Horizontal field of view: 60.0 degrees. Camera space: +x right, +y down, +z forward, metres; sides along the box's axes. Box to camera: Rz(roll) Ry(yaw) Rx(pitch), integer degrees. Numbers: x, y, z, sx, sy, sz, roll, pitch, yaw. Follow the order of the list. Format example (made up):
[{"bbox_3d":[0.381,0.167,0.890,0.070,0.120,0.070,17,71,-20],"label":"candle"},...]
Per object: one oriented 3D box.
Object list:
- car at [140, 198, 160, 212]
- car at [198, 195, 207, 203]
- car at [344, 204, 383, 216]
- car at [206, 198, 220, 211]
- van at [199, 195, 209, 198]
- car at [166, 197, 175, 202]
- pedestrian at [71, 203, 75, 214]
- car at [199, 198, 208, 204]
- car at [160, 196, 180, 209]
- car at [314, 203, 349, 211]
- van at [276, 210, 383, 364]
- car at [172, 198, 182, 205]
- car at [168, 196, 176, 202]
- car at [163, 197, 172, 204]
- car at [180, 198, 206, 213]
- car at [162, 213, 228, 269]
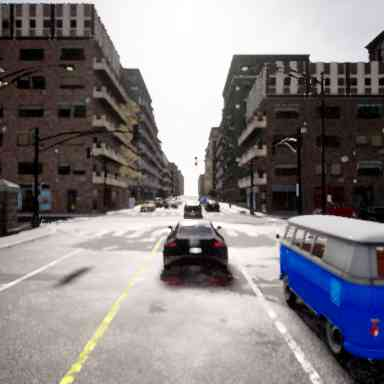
[{"bbox_3d":[-5.678,1.762,43.514,1.752,1.417,4.829,1,0,0],"label":"car"},{"bbox_3d":[2.704,1.805,88.826,2.192,1.841,5.009,1,0,0],"label":"car"},{"bbox_3d":[13.537,1.704,23.489,4.313,1.339,1.947,0,-2,1],"label":"car"},{"bbox_3d":[2.701,1.804,43.685,1.947,1.339,4.313,1,0,0],"label":"car"},{"bbox_3d":[2.704,1.672,60.613,1.690,1.788,3.998,1,0,0],"label":"van"},{"bbox_3d":[-5.680,2.041,88.824,2.008,1.369,4.403,1,0,0],"label":"car"},{"bbox_3d":[-12.540,1.777,35.119,0.500,1.100,0.500,0,-2,1],"label":"pedestrian"},{"bbox_3d":[2.700,2.008,77.539,1.802,1.307,4.206,1,0,0],"label":"car"},{"bbox_3d":[-3.082,1.761,49.615,2.128,1.511,4.902,0,0,0],"label":"car"},{"bbox_3d":[13.641,1.772,31.870,4.097,1.590,1.967,0,-2,1],"label":"car"},{"bbox_3d":[2.673,1.373,5.740,1.690,1.788,3.998,1,0,0],"label":"van"},{"bbox_3d":[-3.003,1.897,67.855,1.812,1.442,4.674,0,0,0],"label":"car"},{"bbox_3d":[-5.678,1.962,94.468,1.967,1.590,4.097,1,0,0],"label":"car"},{"bbox_3d":[-5.679,1.971,77.540,1.887,1.381,4.507,1,0,0],"label":"car"},{"bbox_3d":[0.099,1.683,35.301,2.128,1.511,4.902,0,0,0],"label":"car"},{"bbox_3d":[0.100,1.624,11.346,1.994,1.385,4.181,0,0,0],"label":"car"}]
